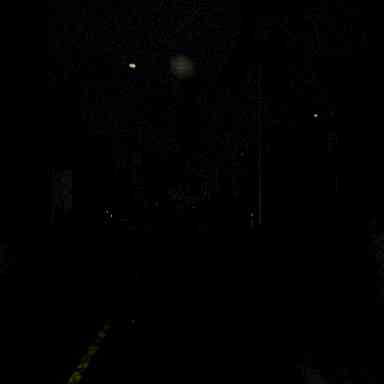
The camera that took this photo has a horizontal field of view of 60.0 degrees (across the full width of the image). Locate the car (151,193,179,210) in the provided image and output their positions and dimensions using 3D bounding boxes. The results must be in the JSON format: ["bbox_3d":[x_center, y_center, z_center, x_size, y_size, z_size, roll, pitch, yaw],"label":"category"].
[{"bbox_3d":[-3.637,1.204,43.291,2.150,2.045,5.566,0,0,10],"label":"car"}]

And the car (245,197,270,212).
[{"bbox_3d":[6.191,1.361,36.896,4.553,1.767,2.097,-1,-1,5],"label":"car"}]

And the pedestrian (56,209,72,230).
[{"bbox_3d":[-7.049,1.123,18.292,0.375,1.860,0.375,1,-1,0],"label":"pedestrian"}]

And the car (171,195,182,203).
[{"bbox_3d":[-3.090,1.422,67.341,1.882,1.535,5.008,0,0,0],"label":"car"}]

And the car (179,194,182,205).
[{"bbox_3d":[-3.051,1.437,55.497,1.882,1.535,5.008,0,0,0],"label":"car"}]

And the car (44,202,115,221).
[{"bbox_3d":[-8.808,1.468,25.988,5.357,1.411,2.033,-1,-1,9],"label":"car"}]

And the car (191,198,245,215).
[{"bbox_3d":[2.404,1.455,33.306,5.008,1.535,1.882,-1,-1,-1],"label":"car"}]
